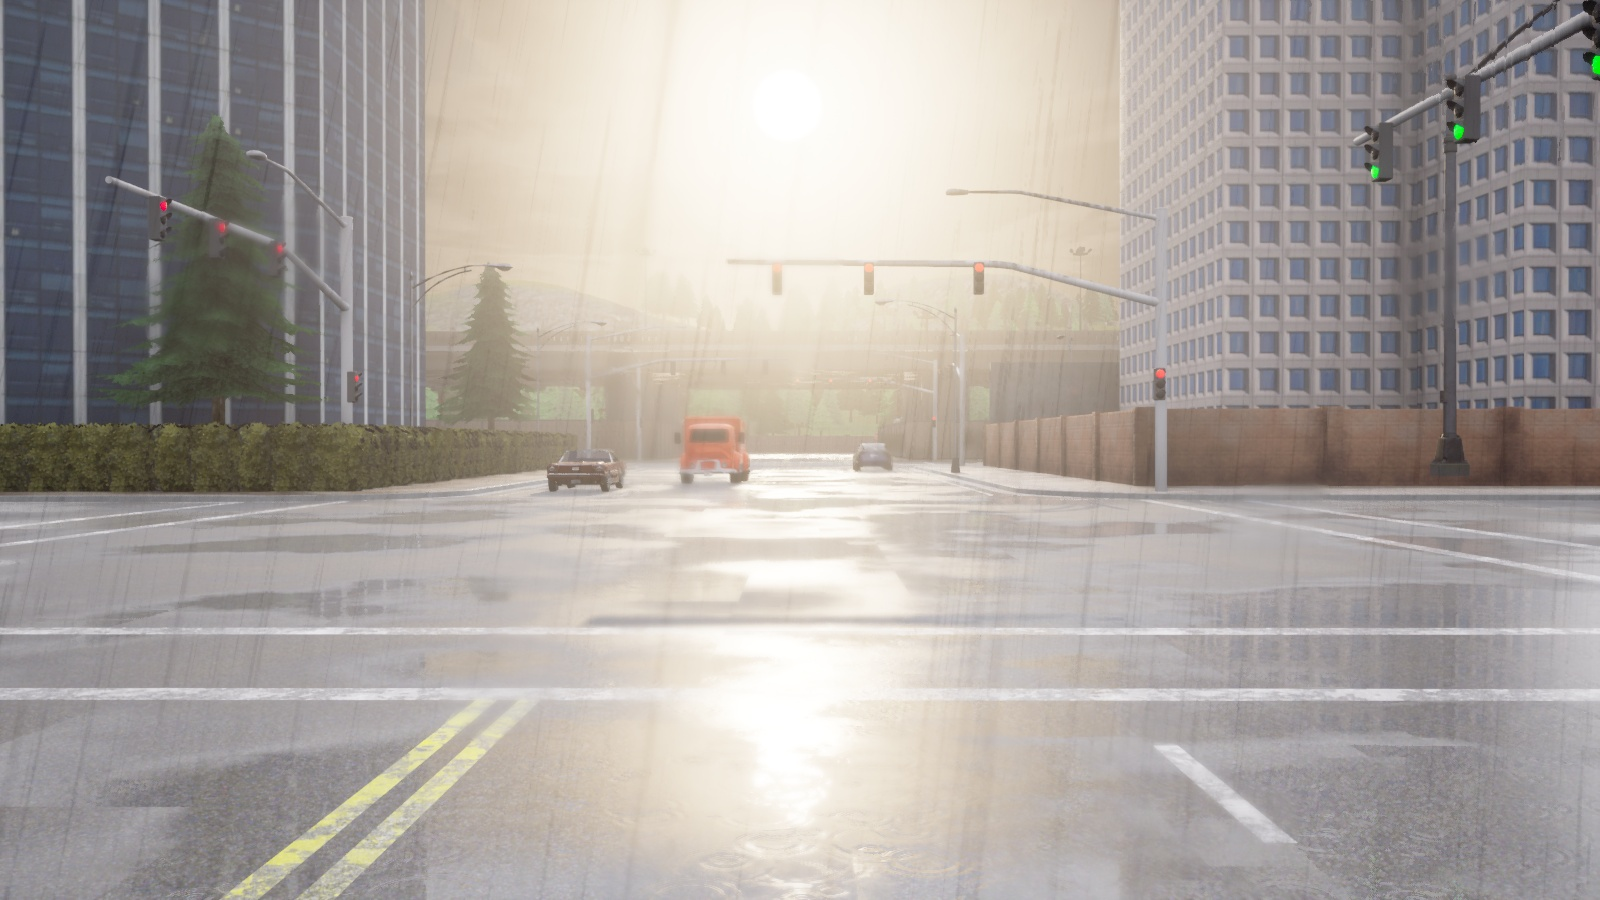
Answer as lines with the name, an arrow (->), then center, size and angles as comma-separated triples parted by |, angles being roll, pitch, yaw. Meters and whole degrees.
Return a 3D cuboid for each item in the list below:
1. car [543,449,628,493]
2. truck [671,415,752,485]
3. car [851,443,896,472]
car -> -6.769, 0.615, 40.157 | 1.895, 1.301, 4.718 | 0, 0, 0
truck -> -3.232, -0.008, 46.975 | 2.627, 2.467, 5.204 | 0, 0, 0
car -> 3.876, 0.370, 67.134 | 2.163, 1.488, 4.792 | 0, 0, 0
